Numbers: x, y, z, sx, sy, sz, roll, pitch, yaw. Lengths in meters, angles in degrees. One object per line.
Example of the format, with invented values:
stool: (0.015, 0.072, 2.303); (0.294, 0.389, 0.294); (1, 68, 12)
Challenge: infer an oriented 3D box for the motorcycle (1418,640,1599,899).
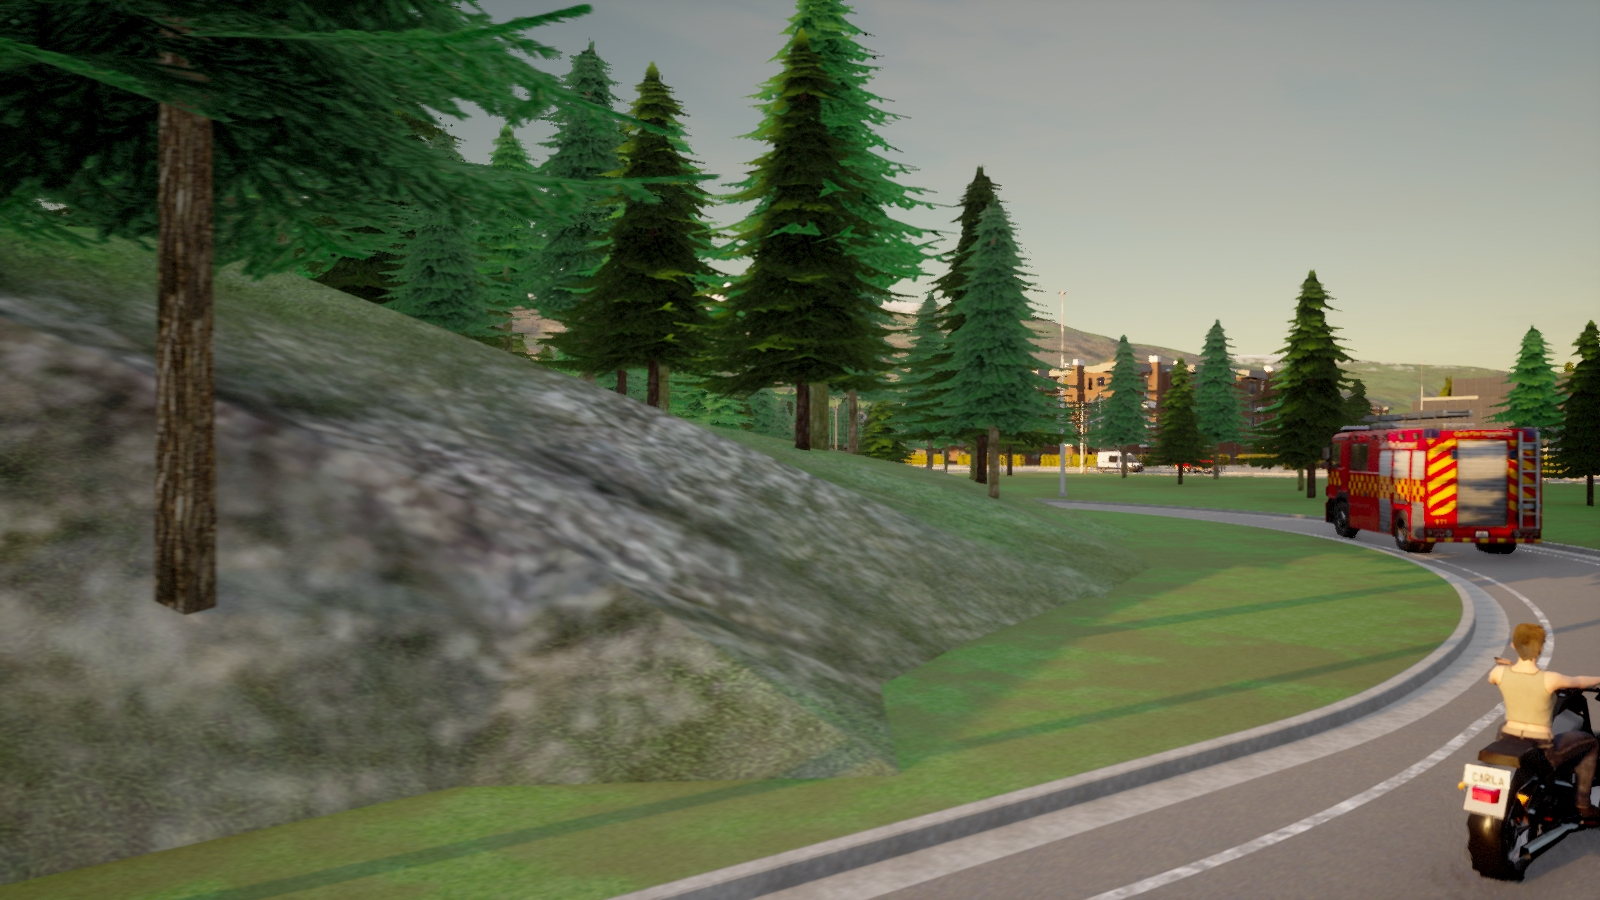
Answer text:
motorcycle: (5.199, 2.149, 7.967); (2.356, 1.307, 0.764); (0, 0, -40)

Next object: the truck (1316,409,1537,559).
truck: (17.965, 0.870, 33.539); (2.891, 3.827, 8.468); (0, 0, 8)
